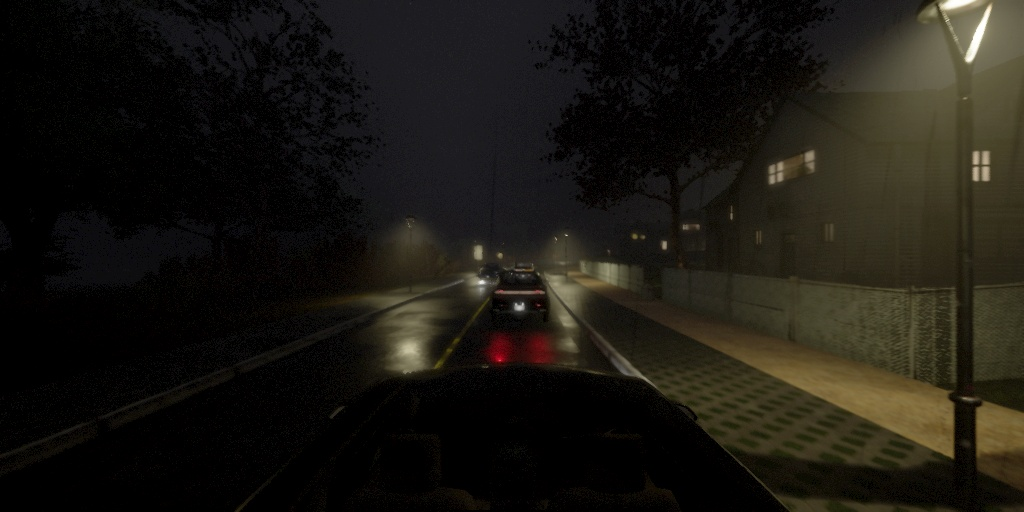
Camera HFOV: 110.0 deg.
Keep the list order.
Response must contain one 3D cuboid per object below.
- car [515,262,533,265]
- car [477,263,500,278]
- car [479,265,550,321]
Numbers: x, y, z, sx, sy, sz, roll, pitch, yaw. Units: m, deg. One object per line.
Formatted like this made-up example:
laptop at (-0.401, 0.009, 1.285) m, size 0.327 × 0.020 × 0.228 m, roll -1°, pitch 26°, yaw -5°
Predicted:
car at (0.964, 1.239, 28.364) m, size 2.128 × 1.511 × 4.902 m, roll 0°, pitch 0°, yaw 4°
car at (-1.763, 1.286, 31.646) m, size 2.033 × 1.411 × 5.357 m, roll 0°, pitch 0°, yaw 4°
car at (0.277, 1.252, 12.557) m, size 2.128 × 1.511 × 4.902 m, roll 0°, pitch 0°, yaw 1°
